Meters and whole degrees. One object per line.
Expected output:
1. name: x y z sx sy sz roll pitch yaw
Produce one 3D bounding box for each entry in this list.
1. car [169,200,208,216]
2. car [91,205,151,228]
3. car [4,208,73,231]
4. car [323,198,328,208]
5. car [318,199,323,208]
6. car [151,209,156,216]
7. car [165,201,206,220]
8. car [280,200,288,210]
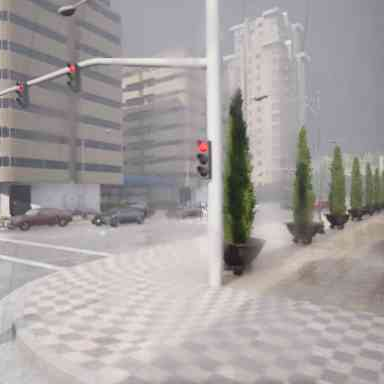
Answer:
1. car: -0.311 1.803 38.596 1.882 1.535 5.008 -1 0 35
2. car: -5.475 1.848 25.078 1.994 1.385 4.181 -1 0 35
3. car: -10.753 1.852 23.590 1.812 1.442 4.674 -1 0 35
4. car: 19.209 1.671 47.938 1.882 1.535 5.008 -1 0 35
5. car: 13.913 1.546 40.307 2.097 1.767 4.553 -1 0 35
6. car: -5.566 1.927 31.066 1.895 1.301 4.718 -1 0 35
7. car: -0.681 1.847 31.932 1.994 1.385 4.181 -1 0 36
8. car: 13.945 1.784 46.475 2.033 1.411 5.357 -1 0 35
